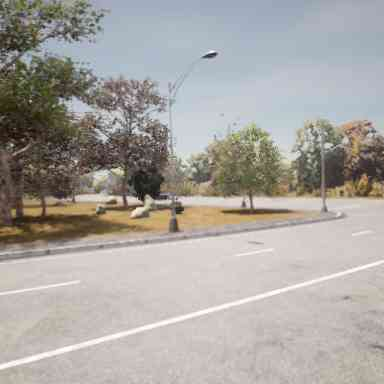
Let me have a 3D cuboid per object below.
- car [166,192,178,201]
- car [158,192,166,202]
[{"bbox_3d":[-4.235,0.800,57.533,2.128,1.511,4.902,-3,1,-38],"label":"car"},{"bbox_3d":[-6.976,0.930,55.361,2.128,1.511,4.902,-3,1,-38],"label":"car"}]
